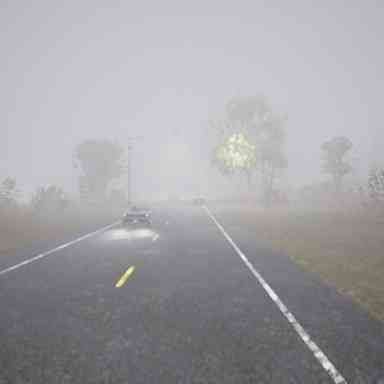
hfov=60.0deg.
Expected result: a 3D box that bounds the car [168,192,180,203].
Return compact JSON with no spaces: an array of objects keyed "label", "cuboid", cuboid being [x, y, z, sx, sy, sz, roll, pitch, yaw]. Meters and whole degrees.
[{"label":"car","cuboid":[-3.509,1.045,64.828,2.150,2.045,5.566,0,0,0]}]

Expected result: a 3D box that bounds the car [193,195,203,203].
[{"label":"car","cuboid":[1.051,1.308,62.813,1.882,1.535,5.008,0,0,0]}]

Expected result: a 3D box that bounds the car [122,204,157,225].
[{"label":"car","cuboid":[-3.598,1.541,23.382,1.895,1.301,4.718,0,0,0]}]

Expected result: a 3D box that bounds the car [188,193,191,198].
[{"label":"car","cuboid":[0.002,1.165,87.838,1.812,1.442,4.674,0,0,0]}]

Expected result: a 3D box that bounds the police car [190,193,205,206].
[{"label":"police car","cuboid":[1.051,1.284,52.921,1.930,1.638,5.238,0,0,0]}]
